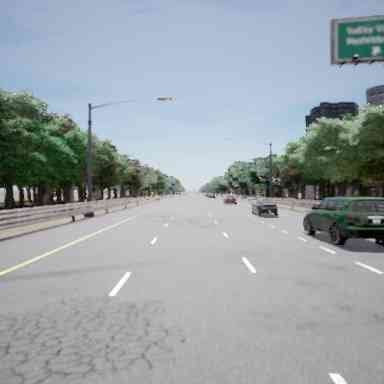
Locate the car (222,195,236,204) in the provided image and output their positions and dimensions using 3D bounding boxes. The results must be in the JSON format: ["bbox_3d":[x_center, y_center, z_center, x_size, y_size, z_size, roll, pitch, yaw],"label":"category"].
[{"bbox_3d":[7.021,1.357,62.710,2.097,1.767,4.553,0,0,0],"label":"car"}]

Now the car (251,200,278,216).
[{"bbox_3d":[7.010,1.506,32.398,1.837,1.490,4.892,0,0,0],"label":"car"}]

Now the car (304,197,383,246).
[{"bbox_3d":[7.005,1.222,15.305,2.150,2.045,5.566,0,0,0],"label":"car"}]
